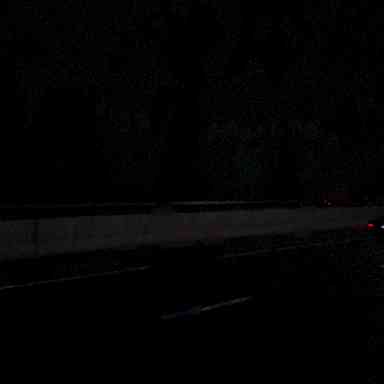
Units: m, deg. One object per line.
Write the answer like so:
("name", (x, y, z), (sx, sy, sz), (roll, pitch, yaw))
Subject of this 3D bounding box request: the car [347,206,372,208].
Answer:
("car", (19.251, 1.403, 35.439), (4.718, 1.301, 1.895), (0, 1, -25))

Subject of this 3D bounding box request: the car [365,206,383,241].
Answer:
("car", (9.994, 1.479, 14.749), (5.357, 1.411, 2.033), (0, 1, -30))

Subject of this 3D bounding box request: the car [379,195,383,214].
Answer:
("car", (20.632, 1.198, 32.194), (4.553, 1.767, 2.097), (0, 1, -25))
